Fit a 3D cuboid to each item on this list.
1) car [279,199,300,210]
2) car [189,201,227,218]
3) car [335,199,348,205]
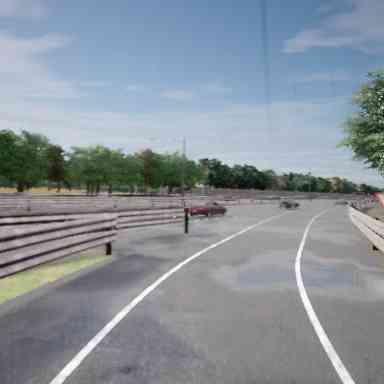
[{"bbox_3d":[14.482,1.772,49.267,1.837,1.490,4.892,2,0,35],"label":"car"},{"bbox_3d":[1.530,1.513,30.583,1.812,1.442,4.674,2,0,34],"label":"car"},{"bbox_3d":[34.431,2.228,76.489,2.033,1.411,5.357,2,0,37],"label":"car"}]
